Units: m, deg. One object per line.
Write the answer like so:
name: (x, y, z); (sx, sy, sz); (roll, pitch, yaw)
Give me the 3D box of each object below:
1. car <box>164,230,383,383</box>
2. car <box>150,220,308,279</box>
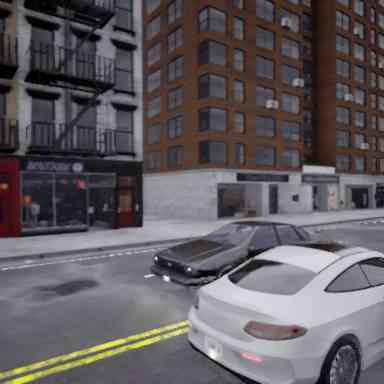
car: (2.108, 1.481, 4.938); (4.674, 1.442, 1.812); (-1, 0, -35)
car: (1.623, 1.484, 8.810); (5.357, 1.411, 2.033); (-1, 0, -35)
